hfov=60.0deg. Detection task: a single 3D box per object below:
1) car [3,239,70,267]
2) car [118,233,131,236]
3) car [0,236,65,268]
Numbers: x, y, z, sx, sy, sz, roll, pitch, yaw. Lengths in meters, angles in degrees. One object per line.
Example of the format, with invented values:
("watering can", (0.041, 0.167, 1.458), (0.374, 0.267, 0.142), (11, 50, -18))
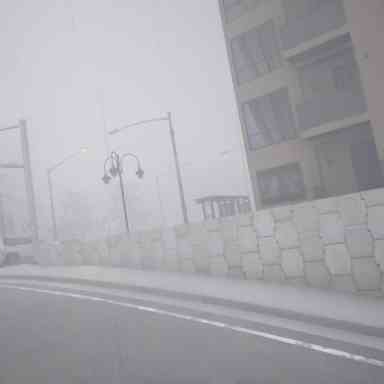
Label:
("car", (-13.700, 5.362, 29.557), (1.882, 1.535, 5.008), (-14, -8, 35))
("car", (-7.860, 5.455, 37.491), (1.895, 1.301, 4.718), (-14, -8, 35))
("car", (-12.480, 4.377, 25.015), (2.150, 2.045, 5.566), (-14, -8, 34))
